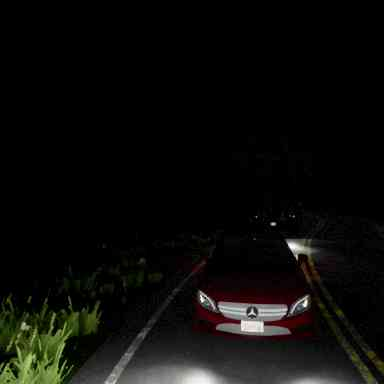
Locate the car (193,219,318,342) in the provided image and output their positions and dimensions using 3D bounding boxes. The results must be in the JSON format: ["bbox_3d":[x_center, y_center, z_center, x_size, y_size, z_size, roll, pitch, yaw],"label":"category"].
[{"bbox_3d":[1.229,1.534,6.728,1.812,1.442,4.674,-1,0,11],"label":"car"}]

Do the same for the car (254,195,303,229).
[{"bbox_3d":[5.029,1.214,18.958,2.150,2.045,5.566,-2,-1,22],"label":"car"}]
